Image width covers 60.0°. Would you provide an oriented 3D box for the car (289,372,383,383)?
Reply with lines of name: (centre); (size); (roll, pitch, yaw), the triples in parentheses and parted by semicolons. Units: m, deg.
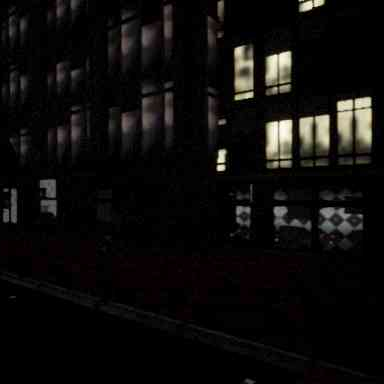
car: (2.390, 1.525, 1.136); (4.829, 1.417, 1.752); (0, 0, 35)
